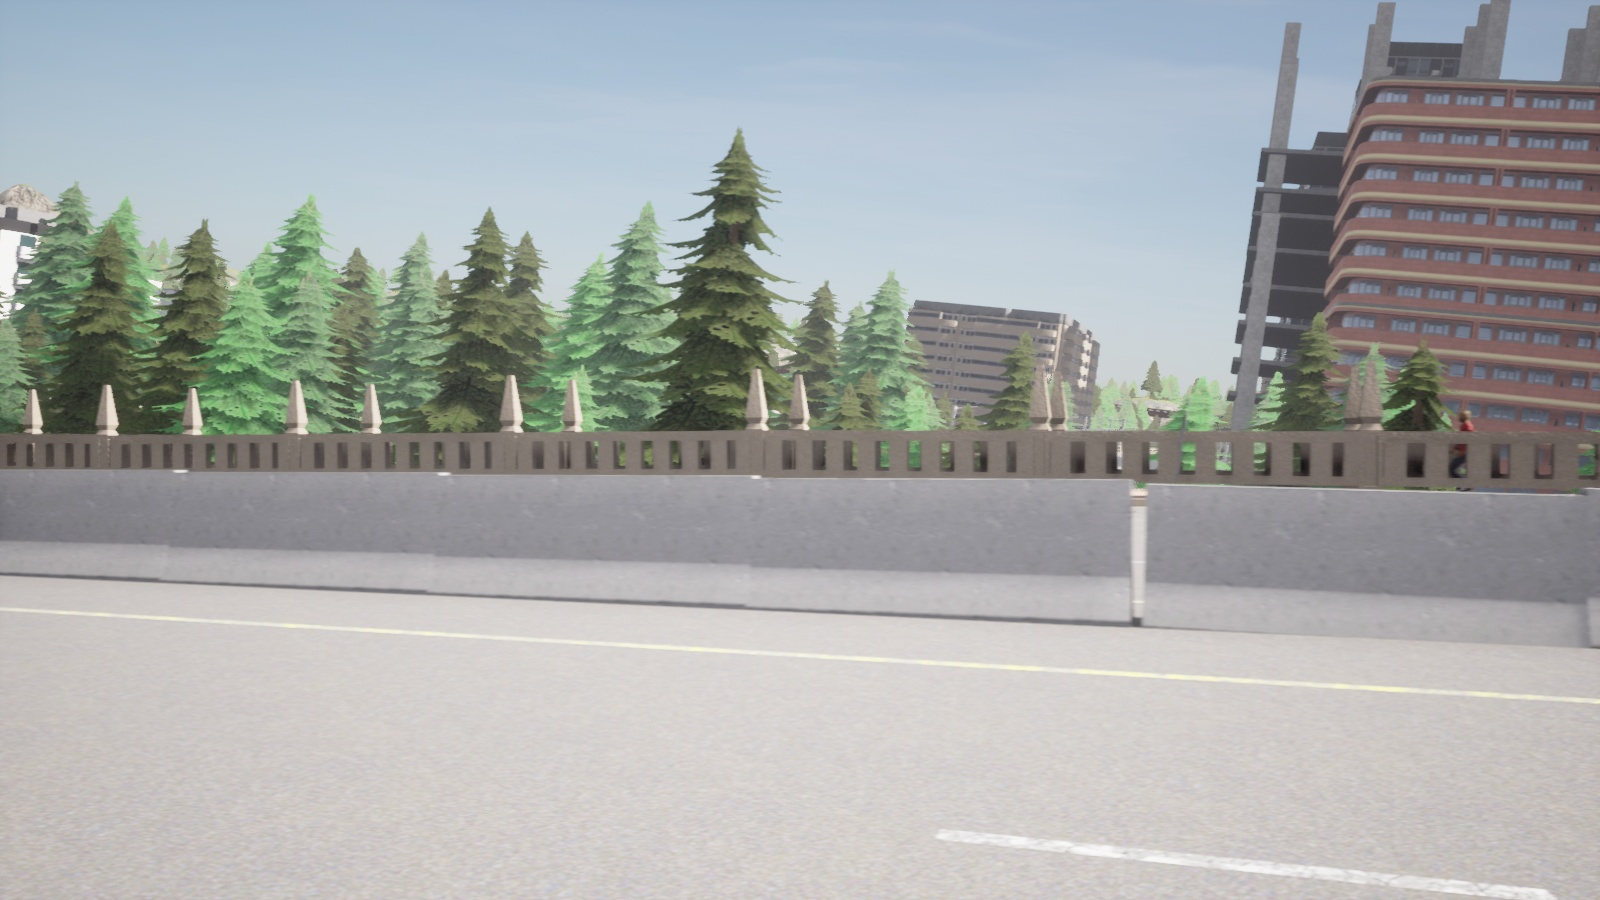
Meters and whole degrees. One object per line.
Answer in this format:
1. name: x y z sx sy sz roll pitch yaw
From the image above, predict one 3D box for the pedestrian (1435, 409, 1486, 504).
1. pedestrian: 13.314 0.130 25.323 0.636 1.846 0.331 8 3 19
